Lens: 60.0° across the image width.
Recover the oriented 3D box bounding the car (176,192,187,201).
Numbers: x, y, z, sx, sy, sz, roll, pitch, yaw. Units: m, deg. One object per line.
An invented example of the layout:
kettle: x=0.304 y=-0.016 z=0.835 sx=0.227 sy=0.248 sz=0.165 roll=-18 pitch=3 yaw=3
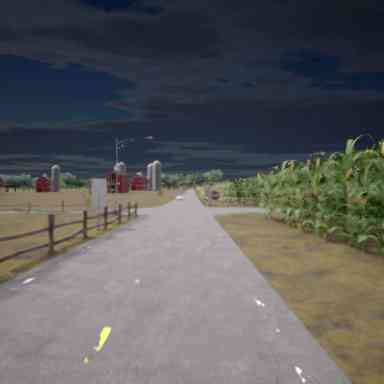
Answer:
car: x=-2.771 y=1.383 z=78.023 sx=1.812 sy=1.442 sz=4.674 roll=0 pitch=0 yaw=0
